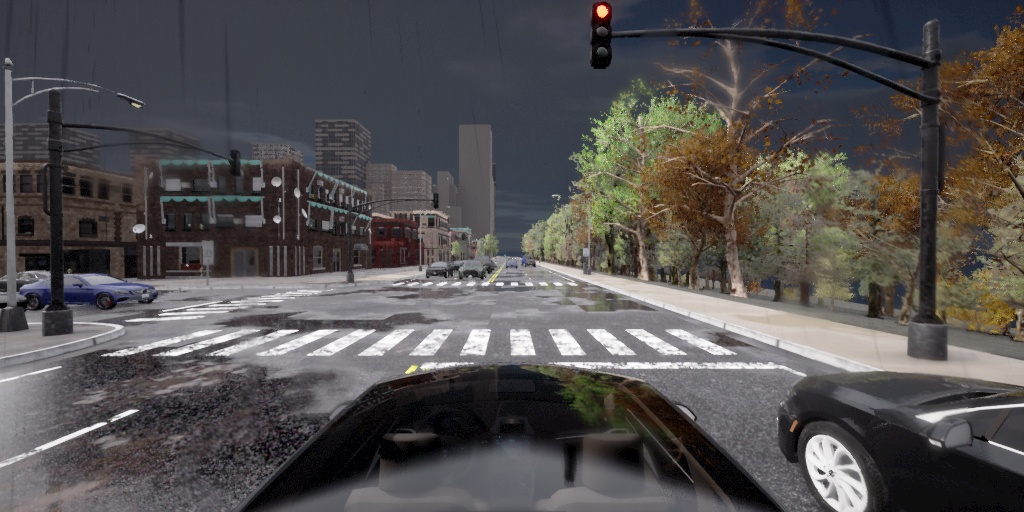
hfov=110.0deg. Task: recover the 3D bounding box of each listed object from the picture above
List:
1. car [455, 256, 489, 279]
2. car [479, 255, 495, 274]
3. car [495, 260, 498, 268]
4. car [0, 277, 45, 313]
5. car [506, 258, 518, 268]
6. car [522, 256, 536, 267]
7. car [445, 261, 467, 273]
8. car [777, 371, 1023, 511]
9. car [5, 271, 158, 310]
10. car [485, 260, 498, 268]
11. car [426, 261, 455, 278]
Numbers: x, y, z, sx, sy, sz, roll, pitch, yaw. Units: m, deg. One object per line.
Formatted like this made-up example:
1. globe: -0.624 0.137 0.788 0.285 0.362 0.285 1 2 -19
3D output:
1. car: -3.413 1.092 31.568 2.097 1.767 4.553 0 0 0
2. car: -3.435 0.958 41.271 2.150 2.045 5.566 0 0 0
3. car: -3.458 1.297 50.777 1.994 1.385 4.181 0 0 0
4. car: -19.973 1.565 12.631 4.313 1.339 1.948 0 0 0
5. car: -0.042 1.276 59.432 2.033 1.411 5.357 0 0 0
6. car: 3.203 1.231 63.655 1.837 1.490 4.892 0 0 0
7. car: -6.683 1.337 43.480 1.895 1.301 4.718 0 0 0
8. car: 3.366 1.255 1.255 1.837 1.490 4.892 0 0 -2
9. car: -18.095 1.476 15.371 4.674 1.442 1.812 -1 1 -1
10. car: -3.449 1.329 61.058 1.895 1.301 4.718 0 0 1
11. car: -6.664 1.218 33.447 1.882 1.535 5.008 0 0 0
